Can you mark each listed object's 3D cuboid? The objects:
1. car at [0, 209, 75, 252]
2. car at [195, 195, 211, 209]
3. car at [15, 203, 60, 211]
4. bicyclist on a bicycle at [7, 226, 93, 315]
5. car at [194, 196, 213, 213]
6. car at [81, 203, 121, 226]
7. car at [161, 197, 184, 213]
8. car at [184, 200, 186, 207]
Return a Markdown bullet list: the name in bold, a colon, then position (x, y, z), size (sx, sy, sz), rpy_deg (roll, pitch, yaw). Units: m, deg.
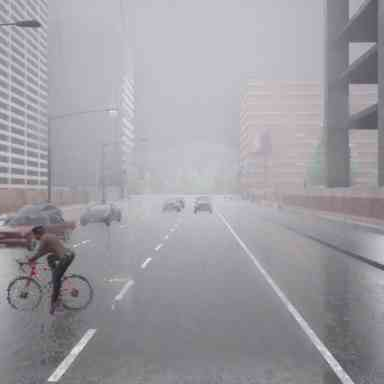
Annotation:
- **car**: position (-6.693, 1.601, 14.031), size (1.895, 1.301, 4.718), rpy_deg (0, 0, 2)
- **car**: position (1.557, 1.352, 47.265), size (2.097, 1.767, 4.553), rpy_deg (0, 0, 2)
- **car**: position (-9.953, 1.504, 21.359), size (1.837, 1.490, 4.892), rpy_deg (0, 0, 2)
- **bicyclist on a bicycle**: position (-2.690, 1.455, 6.249), size (1.656, 1.620, 0.582), rpy_deg (-2, 0, 2)
- **car**: position (1.238, 1.526, 36.984), size (1.812, 1.442, 4.674), rpy_deg (0, 0, 2)
- **car**: position (-6.293, 1.526, 23.602), size (1.812, 1.442, 4.674), rpy_deg (0, 0, 2)
- **car**: position (-2.240, 1.526, 37.695), size (1.812, 1.442, 4.674), rpy_deg (0, 0, 2)
- **car**: position (-1.950, 1.505, 47.036), size (1.837, 1.490, 4.892), rpy_deg (0, 0, 2)
